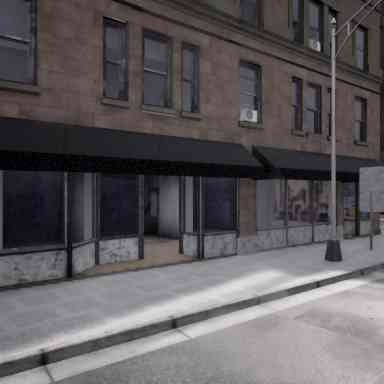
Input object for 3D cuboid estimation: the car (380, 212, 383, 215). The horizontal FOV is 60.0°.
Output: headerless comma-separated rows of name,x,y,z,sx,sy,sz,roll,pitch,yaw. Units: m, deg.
car,15.882,1.144,28.131,2.097,1.767,4.553,0,1,-36
